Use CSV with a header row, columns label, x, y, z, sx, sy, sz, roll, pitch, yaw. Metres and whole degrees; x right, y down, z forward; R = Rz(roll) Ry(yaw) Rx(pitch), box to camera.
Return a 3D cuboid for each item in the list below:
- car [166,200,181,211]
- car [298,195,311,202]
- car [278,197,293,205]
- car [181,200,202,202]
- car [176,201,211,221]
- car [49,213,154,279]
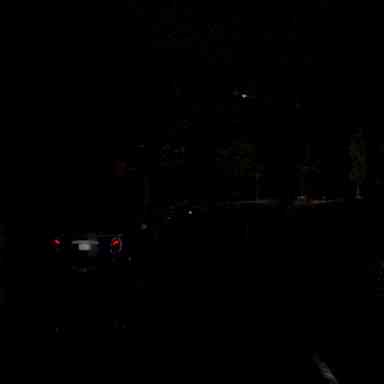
label,x,y,z,sx,sy,sz,roll,pitch,yaw
car,-1.968,1.856,45.895,2.128,1.511,4.902,-1,0,19
car,27.011,1.526,79.736,2.128,1.511,4.902,-1,0,38
car,18.025,1.754,64.018,1.837,1.490,4.892,-1,0,30
car,0.546,1.835,43.211,1.837,1.490,4.892,-1,0,19
car,0.428,1.780,30.094,2.033,1.411,5.357,0,0,13
car,-2.562,1.439,10.564,2.097,1.767,4.553,0,0,4
